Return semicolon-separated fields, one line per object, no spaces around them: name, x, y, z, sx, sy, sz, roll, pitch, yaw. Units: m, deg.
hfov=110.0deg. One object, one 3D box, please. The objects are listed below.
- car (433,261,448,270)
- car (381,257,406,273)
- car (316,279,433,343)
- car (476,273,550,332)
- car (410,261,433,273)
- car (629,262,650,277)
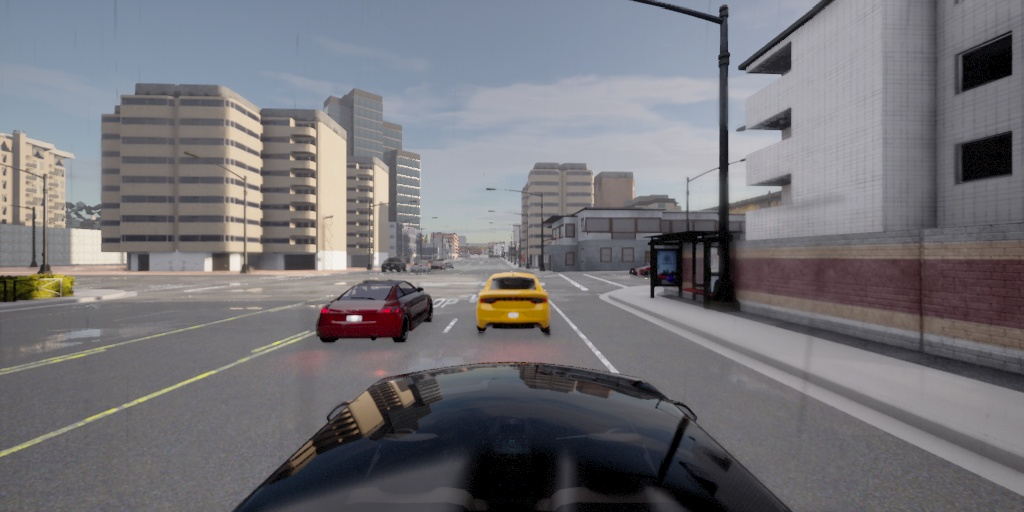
car;-12.875;1.584;61.798;2.097;1.767;4.553;0;-1;-3
car;-15.632;1.169;47.648;2.150;2.045;5.566;0;-1;-3
car;-3.454;1.324;9.769;1.994;1.385;4.181;0;0;-1
car;0.031;1.239;10.951;1.882;1.535;5.008;0;0;0
car;-12.109;1.542;47.314;1.895;1.301;4.718;0;-1;-3
car;12.436;1.115;31.211;4.181;1.385;1.994;-1;0;-5
